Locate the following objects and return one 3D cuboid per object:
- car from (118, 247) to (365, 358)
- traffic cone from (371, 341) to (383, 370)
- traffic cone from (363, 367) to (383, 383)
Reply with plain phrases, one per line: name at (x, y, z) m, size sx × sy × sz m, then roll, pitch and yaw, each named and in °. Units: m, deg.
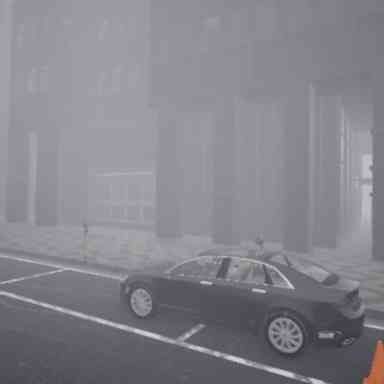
car at (0.643, 1.672, 6.026) m, size 4.403 × 1.369 × 2.008 m, roll 1°, pitch -2°, yaw 30°
traffic cone at (2.249, 2.085, 3.989) m, size 0.340 × 0.580 × 0.340 m, roll 1°, pitch -1°, yaw 30°
traffic cone at (1.749, 2.059, 3.123) m, size 0.340 × 0.580 × 0.340 m, roll 1°, pitch -1°, yaw 30°
